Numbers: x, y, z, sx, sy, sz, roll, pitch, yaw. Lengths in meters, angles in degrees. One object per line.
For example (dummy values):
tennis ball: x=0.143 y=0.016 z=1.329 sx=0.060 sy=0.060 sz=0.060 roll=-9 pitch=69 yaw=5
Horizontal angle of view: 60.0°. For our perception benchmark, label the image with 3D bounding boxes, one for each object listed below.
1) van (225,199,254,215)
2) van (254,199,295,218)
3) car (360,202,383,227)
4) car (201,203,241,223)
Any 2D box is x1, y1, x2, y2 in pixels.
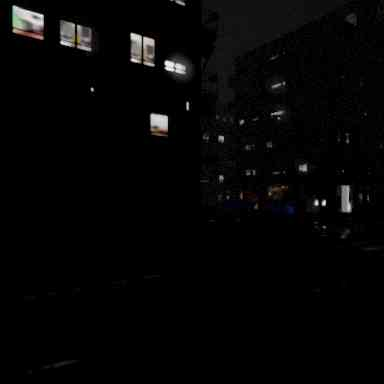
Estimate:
van: x=5.330 y=1.673 z=38.146 sx=1.690 sy=1.788 sz=3.998 roll=-1 pitch=0 yaw=-36
van: x=8.642 y=1.599 z=33.628 sx=1.690 sy=1.788 sz=3.998 roll=-1 pitch=0 yaw=-36
car: x=13.768 y=1.322 z=21.640 sx=2.150 sy=2.045 sz=5.566 roll=0 pitch=-1 yaw=-22
car: x=1.899 y=1.872 z=28.716 sx=1.802 sy=1.307 sz=4.206 roll=-1 pitch=0 yaw=-36
